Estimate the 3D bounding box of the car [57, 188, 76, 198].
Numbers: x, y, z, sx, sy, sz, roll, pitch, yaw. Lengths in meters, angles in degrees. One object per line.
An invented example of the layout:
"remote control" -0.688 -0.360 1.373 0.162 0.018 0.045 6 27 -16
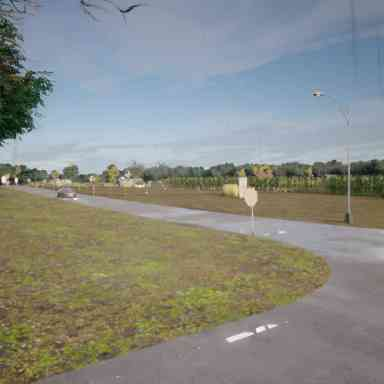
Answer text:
"car" -18.812 0.094 49.808 1.812 1.442 4.674 -2 3 -36
